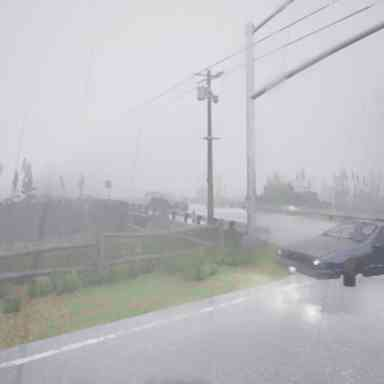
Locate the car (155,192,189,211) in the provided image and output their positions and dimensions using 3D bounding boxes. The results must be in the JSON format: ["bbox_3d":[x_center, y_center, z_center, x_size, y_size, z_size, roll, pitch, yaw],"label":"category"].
[{"bbox_3d":[-2.019,0.767,27.130,1.812,1.442,4.674,-1,2,-32],"label":"car"}]

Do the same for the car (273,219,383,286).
[{"bbox_3d":[4.886,1.453,8.915,5.357,1.411,2.033,0,0,-20],"label":"car"}]
